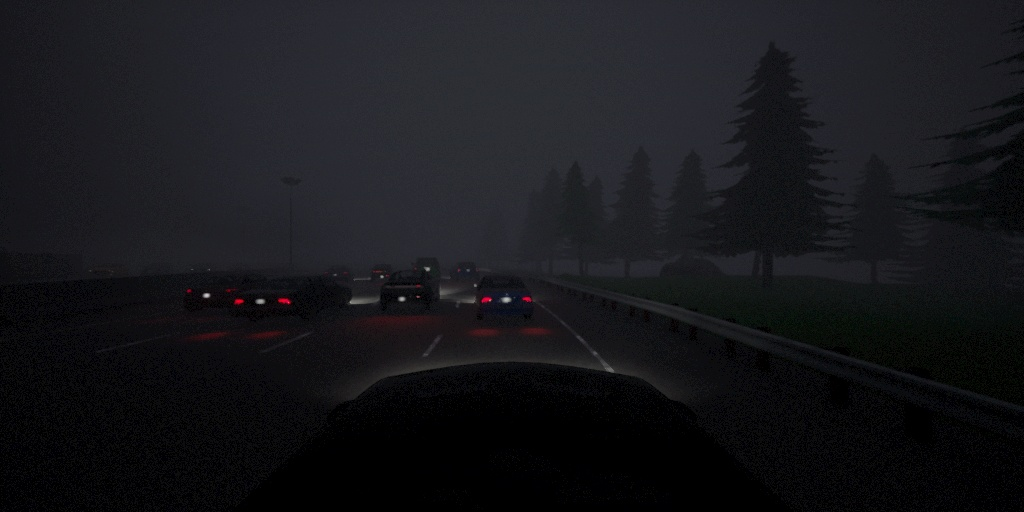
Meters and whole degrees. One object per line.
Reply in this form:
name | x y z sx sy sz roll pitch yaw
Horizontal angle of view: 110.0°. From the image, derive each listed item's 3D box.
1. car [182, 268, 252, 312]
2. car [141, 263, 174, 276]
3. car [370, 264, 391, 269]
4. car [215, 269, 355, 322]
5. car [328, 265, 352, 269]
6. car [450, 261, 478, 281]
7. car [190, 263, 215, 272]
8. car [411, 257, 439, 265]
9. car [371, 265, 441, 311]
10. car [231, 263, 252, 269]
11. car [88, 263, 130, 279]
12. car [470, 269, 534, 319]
car | -11.150 1.391 14.825 1.994 1.385 4.181 0 0 -6
car | -37.782 1.453 38.324 2.128 1.511 4.902 0 0 -33
car | -11.211 1.427 31.203 1.837 1.490 4.892 0 0 -18
car | -7.388 1.361 12.694 2.033 1.411 5.357 0 0 -6
car | -14.595 1.480 30.303 1.994 1.385 4.181 0 0 -18
car | -4.420 1.282 32.901 2.097 1.767 4.553 0 0 -18
car | -35.576 1.505 41.356 1.812 1.442 4.674 0 -1 -34
car | -7.455 1.143 30.970 2.150 2.045 5.566 0 0 -17
car | -4.135 1.319 15.044 2.128 1.511 4.902 0 0 -6
car | -33.229 1.560 44.095 1.994 1.385 4.181 0 0 -34
car | -40.584 1.427 36.245 1.882 1.535 5.008 0 -1 -33
car | -0.404 1.364 13.142 2.033 1.411 5.357 0 0 -6
